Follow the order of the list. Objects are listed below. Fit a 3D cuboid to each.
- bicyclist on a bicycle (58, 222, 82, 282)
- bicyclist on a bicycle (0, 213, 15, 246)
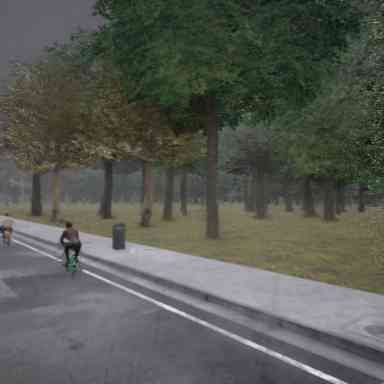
[{"bbox_3d":[-3.520,1.701,9.601,0.582,1.620,1.656,2,-2,-39],"label":"bicyclist on a bicycle"},{"bbox_3d":[-9.117,1.819,16.344,0.866,1.612,1.509,2,-2,-39],"label":"bicyclist on a bicycle"}]
